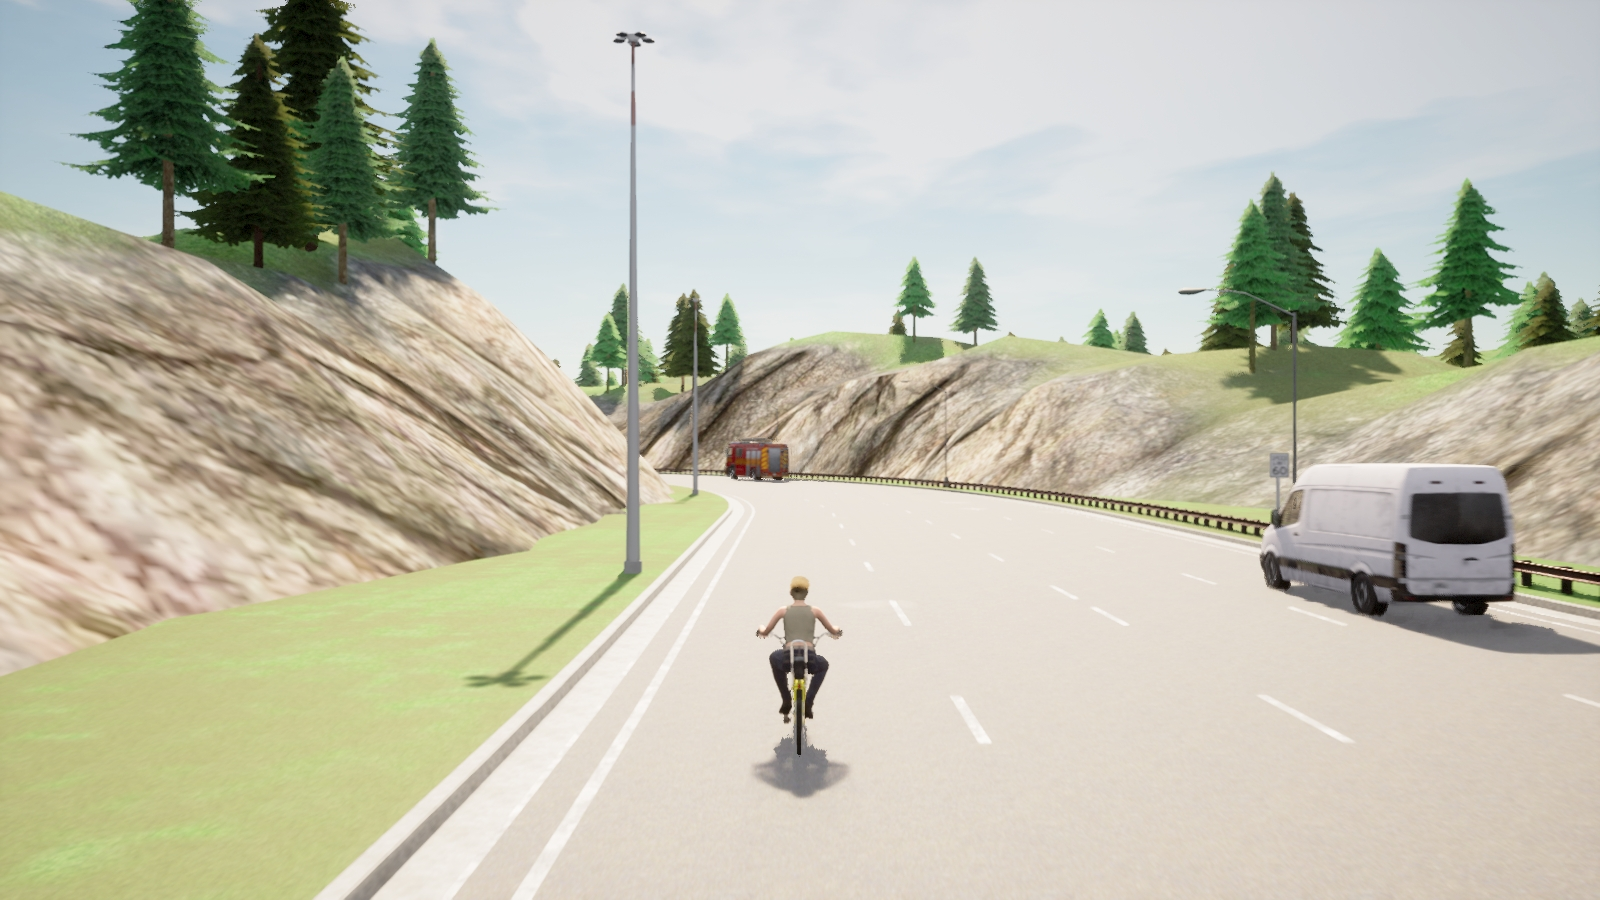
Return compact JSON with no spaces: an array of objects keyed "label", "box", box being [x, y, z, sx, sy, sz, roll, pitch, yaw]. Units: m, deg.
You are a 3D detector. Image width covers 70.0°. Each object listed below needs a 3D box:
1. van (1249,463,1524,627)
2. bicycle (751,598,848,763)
[{"label":"van","box":[10.451,1.534,21.044,1.988,2.561,5.915,0,0,0]},{"label":"bicycle","box":[-0.004,2.158,10.955,0.859,1.276,1.487,0,0,0]}]
